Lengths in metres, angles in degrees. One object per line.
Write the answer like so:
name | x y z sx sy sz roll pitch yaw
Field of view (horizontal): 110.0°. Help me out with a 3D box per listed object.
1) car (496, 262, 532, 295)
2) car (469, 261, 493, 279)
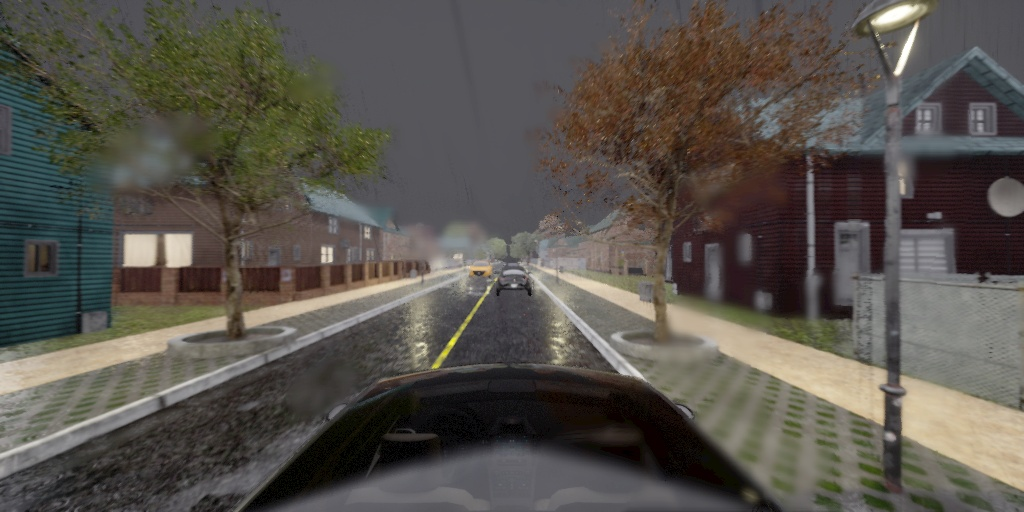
car | 0.088 1.273 19.693 1.812 1.442 4.674 0 0 0
car | -2.832 1.238 33.422 1.882 1.535 5.008 0 0 0
